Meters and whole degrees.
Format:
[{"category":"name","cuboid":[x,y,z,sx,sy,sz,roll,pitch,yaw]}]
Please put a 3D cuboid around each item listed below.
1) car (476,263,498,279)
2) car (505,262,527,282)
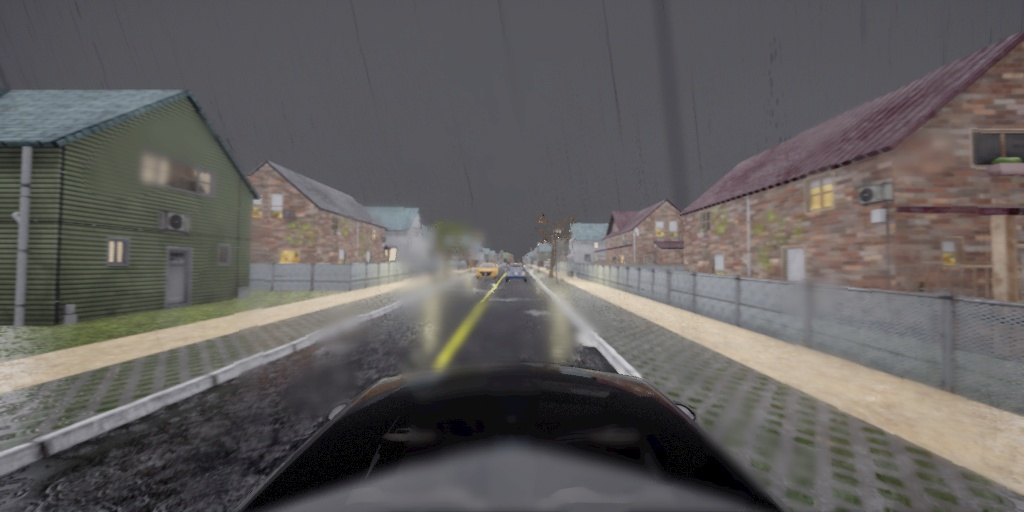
[{"category":"car","cuboid":[-2.394,1.426,35.622,1.882,1.535,5.008,0,-1,1]},{"category":"car","cuboid":[0.373,1.474,31.368,2.033,1.411,5.357,0,0,1]}]
